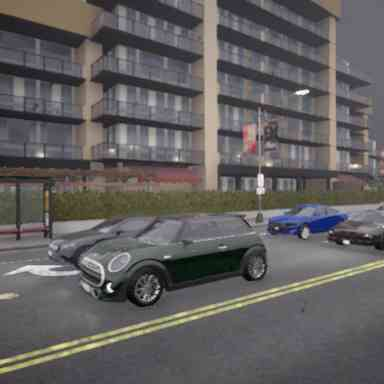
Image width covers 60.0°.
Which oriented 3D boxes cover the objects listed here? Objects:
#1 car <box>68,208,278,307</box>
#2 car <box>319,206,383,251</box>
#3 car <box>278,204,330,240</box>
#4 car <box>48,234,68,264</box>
[{"bbox_3d":[-0.316,1.326,8.062,4.553,1.767,2.097,-1,0,-35],"label":"car"},{"bbox_3d":[7.912,1.464,13.937,5.357,1.411,2.033,0,0,-36],"label":"car"},{"bbox_3d":[5.938,1.393,16.833,5.008,1.535,1.882,0,0,-36],"label":"car"},{"bbox_3d":[-2.220,1.500,11.006,4.674,1.442,1.812,0,0,-35],"label":"car"}]
